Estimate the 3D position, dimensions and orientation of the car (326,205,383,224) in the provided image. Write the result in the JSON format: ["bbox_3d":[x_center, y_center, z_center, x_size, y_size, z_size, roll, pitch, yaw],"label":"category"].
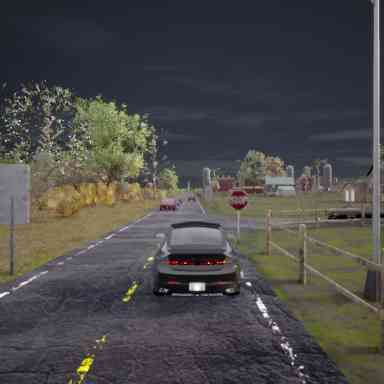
[{"bbox_3d":[11.978,1.535,23.101,4.718,1.301,1.895,0,0,-2],"label":"car"}]

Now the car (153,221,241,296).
[{"bbox_3d":[0.091,1.508,8.612,1.837,1.490,4.892,0,0,0],"label":"car"}]

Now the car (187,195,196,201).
[{"bbox_3d":[-0.077,1.427,81.022,1.837,1.490,4.892,0,0,0],"label":"car"}]

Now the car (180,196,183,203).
[{"bbox_3d":[-2.882,1.470,52.510,2.128,1.511,4.902,0,0,0],"label":"car"}]

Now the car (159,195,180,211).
[{"bbox_3d":[-2.885,1.471,40.814,1.882,1.535,5.008,0,0,0],"label":"car"}]

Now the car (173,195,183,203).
[{"bbox_3d":[-2.835,1.461,67.208,1.837,1.490,4.892,0,0,1],"label":"car"}]
